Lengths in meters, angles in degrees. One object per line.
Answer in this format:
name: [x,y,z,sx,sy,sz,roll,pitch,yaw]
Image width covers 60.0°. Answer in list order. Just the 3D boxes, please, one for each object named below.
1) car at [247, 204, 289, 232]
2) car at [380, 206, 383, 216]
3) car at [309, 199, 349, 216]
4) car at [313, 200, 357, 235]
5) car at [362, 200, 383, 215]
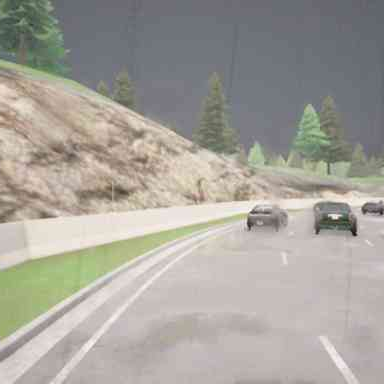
car: [4.753,1.511,20.502,2.128,1.511,4.902,0,0,24]
car: [10.537,1.582,15.786,1.994,1.385,4.181,0,0,22]
car: [14.002,1.530,33.847,2.128,1.511,4.902,0,0,43]
car: [8.406,1.374,19.387,2.097,1.767,4.553,0,0,24]
car: [18.563,1.530,33.056,4.902,1.511,2.128,0,0,-43]
